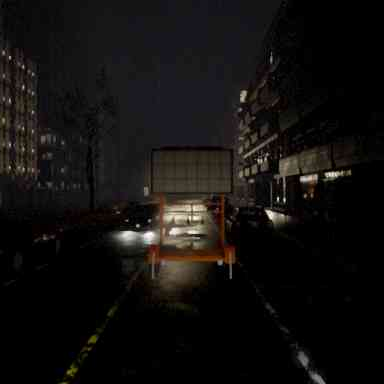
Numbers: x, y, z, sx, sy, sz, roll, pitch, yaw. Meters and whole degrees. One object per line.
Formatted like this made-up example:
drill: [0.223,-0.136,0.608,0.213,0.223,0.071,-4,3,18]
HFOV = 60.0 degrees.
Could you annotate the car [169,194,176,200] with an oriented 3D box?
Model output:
car: [-5.682,1.366,92.913,2.192,1.841,5.009,0,0,0]

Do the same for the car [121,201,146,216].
car: [-5.688,1.580,32.862,1.802,1.307,4.206,0,0,0]

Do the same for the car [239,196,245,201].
car: [13.434,1.372,79.928,4.403,1.369,2.008,-1,1,-1]

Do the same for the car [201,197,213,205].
car: [2.695,1.562,60.523,2.008,1.369,4.403,0,0,0]

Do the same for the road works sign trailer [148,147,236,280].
road works sign trailer: [0.000,0.461,9.931,2.380,3.560,2.880,0,0,0]

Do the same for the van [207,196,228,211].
van: [2.692,1.339,32.860,1.690,1.788,3.998,0,0,0]

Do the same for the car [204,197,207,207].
car: [2.693,1.440,38.392,1.967,1.590,4.097,0,0,0]

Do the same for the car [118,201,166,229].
car: [-3.099,1.543,21.729,2.033,1.411,5.357,0,0,0]

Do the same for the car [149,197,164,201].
car: [-5.686,1.530,49.289,1.752,1.417,4.829,0,0,0]

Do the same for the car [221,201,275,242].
car: [2.691,1.436,16.261,1.967,1.590,4.097,0,0,0]

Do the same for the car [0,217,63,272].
car: [-5.690,1.541,10.730,1.887,1.381,4.507,0,0,0]

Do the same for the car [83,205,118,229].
car: [-5.689,1.521,21.626,1.752,1.417,4.829,0,0,0]

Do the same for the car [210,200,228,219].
car: [2.692,1.579,27.328,1.802,1.307,4.206,0,0,0]

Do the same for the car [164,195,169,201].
car: [-5.685,1.556,60.524,1.887,1.381,4.507,0,0,0]

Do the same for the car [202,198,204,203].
car: [2.694,1.555,49.457,2.008,1.369,4.403,0,0,0]
